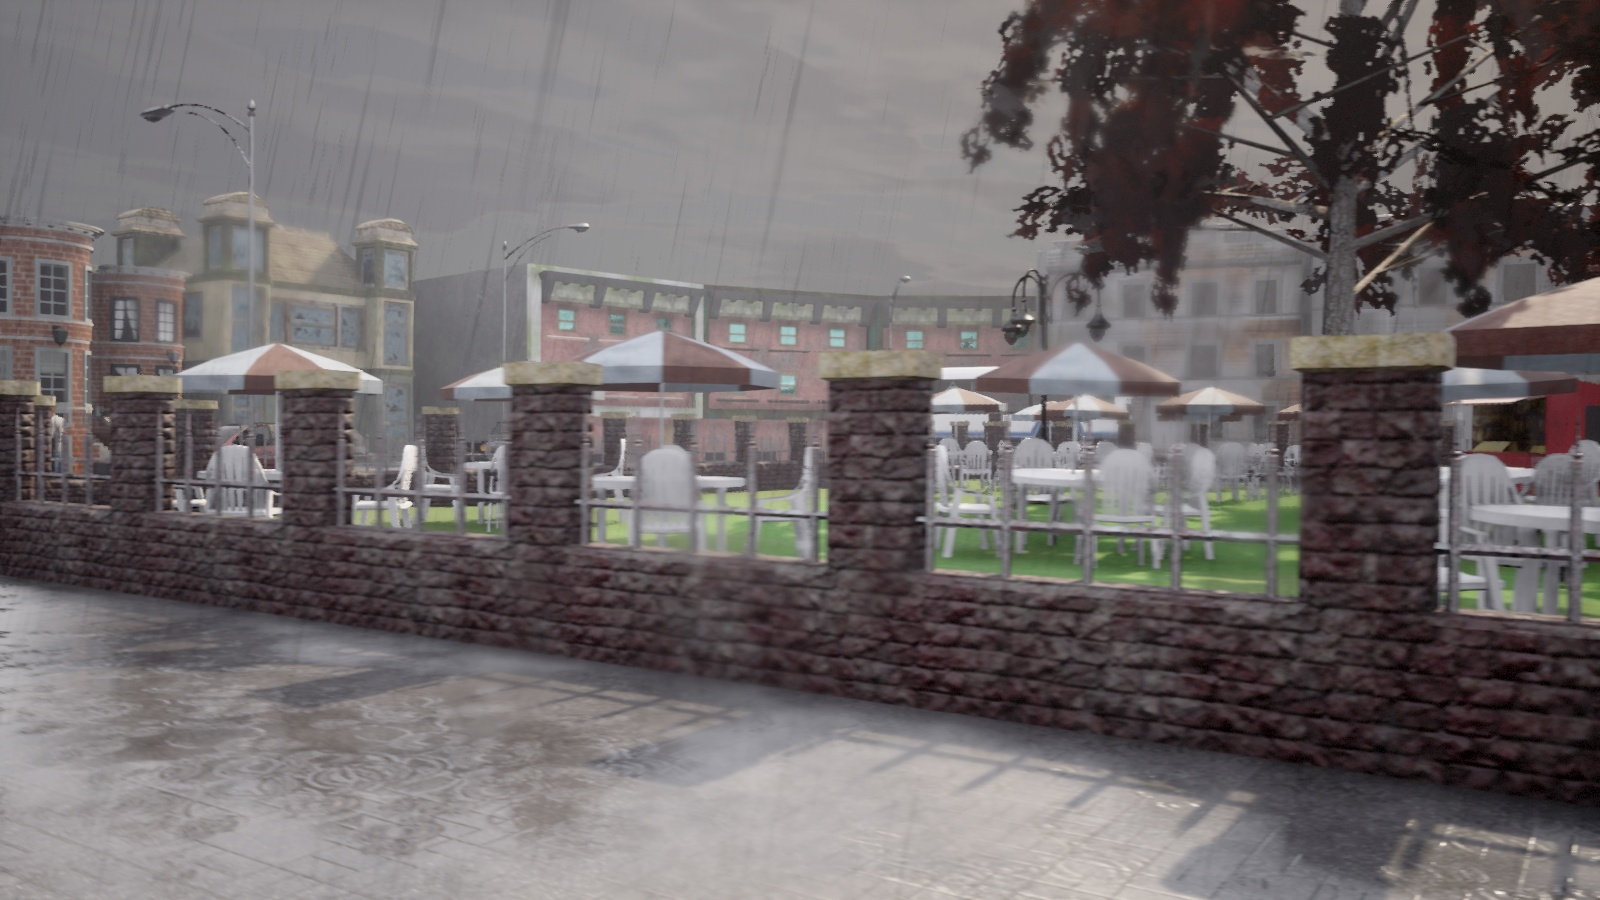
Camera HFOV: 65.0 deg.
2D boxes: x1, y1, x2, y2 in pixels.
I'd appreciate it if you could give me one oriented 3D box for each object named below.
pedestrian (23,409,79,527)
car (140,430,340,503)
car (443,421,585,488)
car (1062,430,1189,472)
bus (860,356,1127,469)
[{"bbox_3d":[-11.826,0.279,19.831,0.706,1.836,0.354,-1,1,-26],"label":"pedestrian"},{"bbox_3d":[-13.337,0.345,30.126,1.851,1.617,3.988,0,1,34],"label":"car"},{"bbox_3d":[-8.473,0.097,37.467,1.905,1.878,3.866,0,1,33],"label":"car"},{"bbox_3d":[11.863,0.016,45.793,4.193,1.474,1.816,0,1,27],"label":"car"},{"bbox_3d":[7.991,-1.448,51.742,10.273,4.253,3.944,-1,1,20],"label":"bus"}]
